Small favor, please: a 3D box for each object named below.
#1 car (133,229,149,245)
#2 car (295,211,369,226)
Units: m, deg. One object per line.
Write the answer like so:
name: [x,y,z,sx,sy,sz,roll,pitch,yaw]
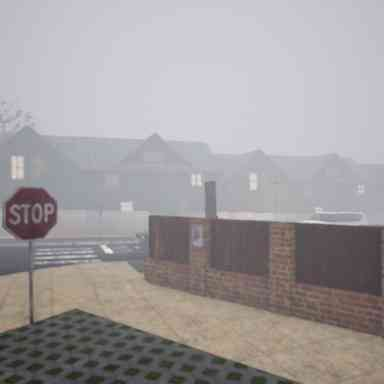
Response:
car: [-0.379,2.245,18.000,5.357,1.411,2.033,2,-2,-24]
car: [9.048,2.289,21.888,5.566,2.045,2.150,2,-2,-22]
